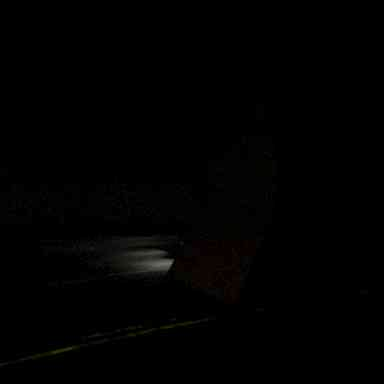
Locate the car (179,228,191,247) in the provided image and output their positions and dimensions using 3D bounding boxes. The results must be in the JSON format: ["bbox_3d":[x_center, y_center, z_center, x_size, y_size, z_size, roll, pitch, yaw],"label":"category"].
[{"bbox_3d":[1.835,1.511,12.268,4.674,1.442,1.812,1,0,-21],"label":"car"}]
